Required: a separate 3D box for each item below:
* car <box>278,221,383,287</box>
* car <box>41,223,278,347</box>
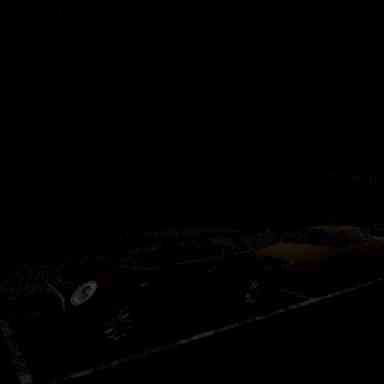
[{"bbox_3d":[3.757,1.535,9.336,4.829,1.417,1.752,0,-1,-35],"label":"car"},{"bbox_3d":[-0.587,1.444,6.241,4.097,1.590,1.967,0,-1,-35],"label":"car"}]
